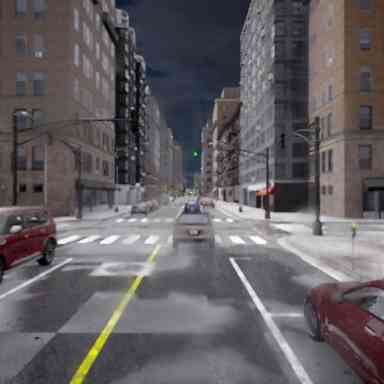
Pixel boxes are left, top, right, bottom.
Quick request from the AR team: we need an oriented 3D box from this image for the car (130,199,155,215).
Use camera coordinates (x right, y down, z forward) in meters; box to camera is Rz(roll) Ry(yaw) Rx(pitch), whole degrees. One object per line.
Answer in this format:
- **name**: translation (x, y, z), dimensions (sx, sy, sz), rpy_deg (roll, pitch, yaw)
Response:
- **car**: translation (-5.457, 1.713, 35.572), dimensions (2.008, 1.369, 4.403), rpy_deg (0, 0, 0)

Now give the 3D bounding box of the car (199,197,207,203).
- **car**: translation (2.483, 1.871, 79.384), dimensions (1.752, 1.417, 4.829), rpy_deg (0, 0, 0)

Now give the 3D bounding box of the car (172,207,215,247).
- **car**: translation (0.067, 1.620, 15.429), dimensions (2.033, 1.411, 5.357), rpy_deg (0, 0, 0)

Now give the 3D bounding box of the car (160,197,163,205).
- **car**: translation (-5.478, 1.735, 46.310), dimensions (1.752, 1.417, 4.829), rpy_deg (0, 0, 0)

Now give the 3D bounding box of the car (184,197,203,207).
- **car**: translation (0.022, 1.703, 38.932), dimensions (1.812, 1.442, 4.674), rpy_deg (0, 0, 0)

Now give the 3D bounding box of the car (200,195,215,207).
- **car**: translation (2.536, 1.674, 51.943), dimensions (1.967, 1.590, 4.097), rpy_deg (0, 0, 0)

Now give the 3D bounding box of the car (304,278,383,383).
- **car**: translation (2.630, 1.600, 3.703), dimensions (1.802, 1.307, 4.206), rpy_deg (0, 0, 0)

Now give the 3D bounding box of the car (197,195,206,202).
- **car**: translation (2.460, 1.709, 90.123), dimensions (2.192, 1.841, 5.009), rpy_deg (0, 0, 0)

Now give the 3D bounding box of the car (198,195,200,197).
- **car**: translation (2.515, 1.718, 62.852), dimensions (1.967, 1.590, 4.097), rpy_deg (0, 0, 0)

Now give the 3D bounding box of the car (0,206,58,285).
- **car**: translation (-5.406, 1.357, 9.110), dimensions (2.192, 1.841, 5.009), rpy_deg (0, 0, 0)

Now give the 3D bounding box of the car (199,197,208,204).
- **car**: translation (2.494, 1.874, 73.759), dimensions (2.008, 1.369, 4.403), rpy_deg (0, 0, 0)

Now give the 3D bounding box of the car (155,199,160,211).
- **car**: translation (-5.468, 1.731, 41.026), dimensions (1.887, 1.381, 4.507), rpy_deg (0, 0, 0)

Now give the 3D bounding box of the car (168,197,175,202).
- **car**: translation (-5.564, 1.976, 90.109), dimensions (1.802, 1.307, 4.206), rpy_deg (0, 0, 0)

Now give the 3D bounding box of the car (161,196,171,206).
- **car**: translation (-5.510, 1.844, 62.842), dimensions (1.947, 1.339, 4.313), rpy_deg (0, 0, 0)

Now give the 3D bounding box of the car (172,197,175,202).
- **car**: translation (-5.552, 1.893, 84.486), dimensions (1.752, 1.417, 4.829), rpy_deg (0, 0, 0)
